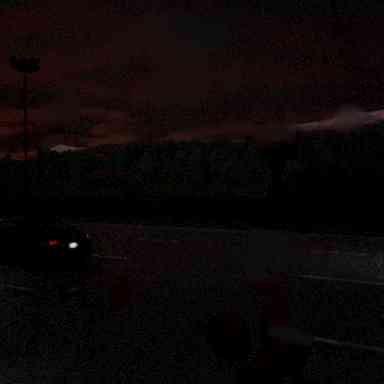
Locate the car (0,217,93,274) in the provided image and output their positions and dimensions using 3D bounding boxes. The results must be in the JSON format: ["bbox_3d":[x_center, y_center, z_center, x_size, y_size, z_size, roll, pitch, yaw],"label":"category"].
[{"bbox_3d":[-5.111,1.457,10.099,4.181,1.385,1.994,0,1,25],"label":"car"}]
